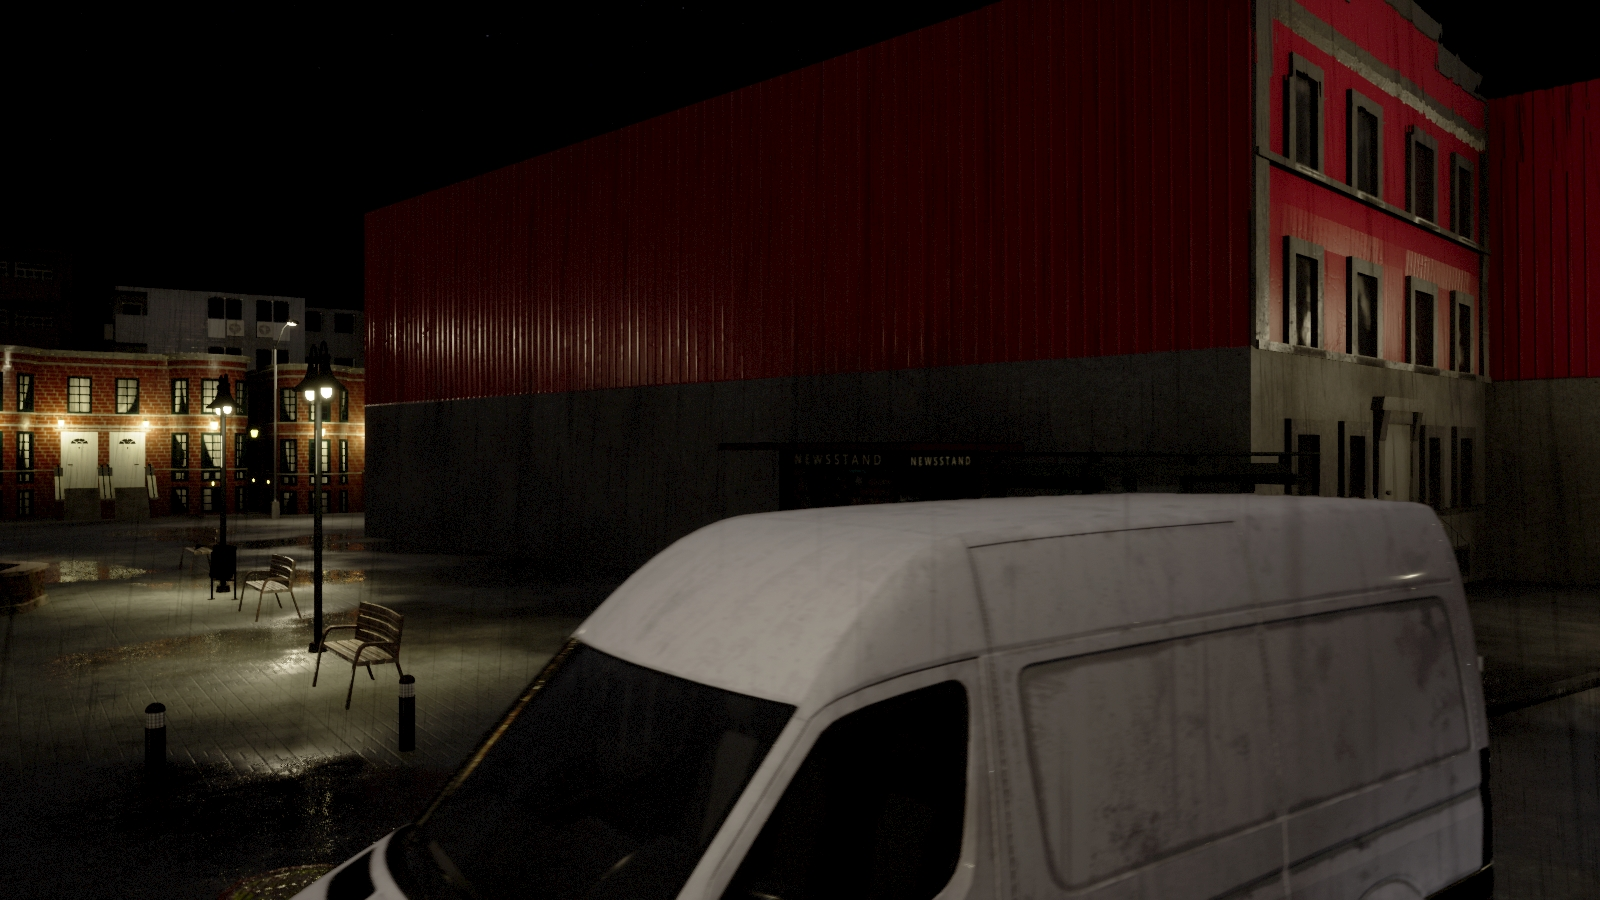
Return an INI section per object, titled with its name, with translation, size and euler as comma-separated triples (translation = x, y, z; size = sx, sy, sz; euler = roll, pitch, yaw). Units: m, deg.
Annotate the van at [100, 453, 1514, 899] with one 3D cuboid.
[van]
translation = 0.583, 1.313, 4.828
size = 5.915, 2.561, 1.988
euler = 0, 0, -35
